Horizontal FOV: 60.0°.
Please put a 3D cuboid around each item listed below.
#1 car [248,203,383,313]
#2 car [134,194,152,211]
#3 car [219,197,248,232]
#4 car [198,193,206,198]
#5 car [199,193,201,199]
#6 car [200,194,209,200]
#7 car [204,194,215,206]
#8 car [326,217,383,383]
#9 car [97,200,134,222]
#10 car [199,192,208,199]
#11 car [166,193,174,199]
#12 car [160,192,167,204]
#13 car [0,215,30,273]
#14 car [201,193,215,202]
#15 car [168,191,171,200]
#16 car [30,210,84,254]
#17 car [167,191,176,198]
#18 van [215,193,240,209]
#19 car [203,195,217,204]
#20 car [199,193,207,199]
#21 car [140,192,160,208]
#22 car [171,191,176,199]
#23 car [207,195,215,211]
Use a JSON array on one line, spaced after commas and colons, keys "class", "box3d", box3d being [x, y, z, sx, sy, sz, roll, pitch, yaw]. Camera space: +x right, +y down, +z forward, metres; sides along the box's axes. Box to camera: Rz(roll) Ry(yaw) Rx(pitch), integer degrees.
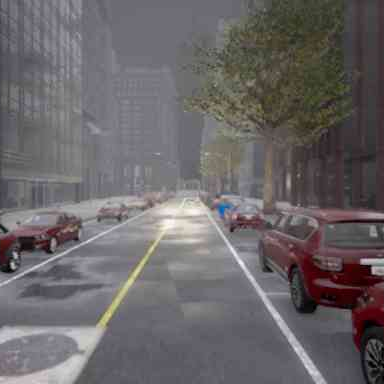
[{"class": "car", "box3d": [2.855, 1.256, 7.433, 2.192, 1.841, 5.009, 0, 0, 0]}, {"class": "car", "box3d": [-5.684, 1.259, 35.468, 1.752, 1.417, 4.829, 0, 0, 0]}, {"class": "car", "box3d": [2.850, 1.295, 18.713, 1.967, 1.590, 4.097, 0, 0, 0]}, {"class": "car", "box3d": [2.814, 1.005, 92.025, 1.947, 1.339, 4.313, 0, 0, 0]}, {"class": "car", "box3d": [2.828, 1.139, 63.828, 1.947, 1.339, 4.313, 0, 0, 0]}, {"class": "car", "box3d": [2.822, 1.096, 75.107, 1.802, 1.307, 4.206, 0, 0, 0]}, {"class": "car", "box3d": [2.838, 1.264, 41.270, 1.947, 1.339, 4.313, 0, 0, 0]}, {"class": "car", "box3d": [2.858, 1.299, 1.794, 2.192, 1.841, 5.009, 0, 0, 0]}, {"class": "car", "box3d": [-5.678, 1.396, 24.362, 1.802, 1.307, 4.206, 0, 0, 0]}, {"class": "car", "box3d": [2.819, 0.928, 80.747, 1.967, 1.590, 4.097, 0, 0, 0]}, {"class": "car", "box3d": [-5.708, 1.031, 86.386, 1.947, 1.339, 4.313, 0, 0, 0]}, {"class": "car", "box3d": [-5.692, 0.952, 52.553, 2.192, 1.841, 5.009, 0, 0, 0]}, {"class": "car", "box3d": [-5.670, 1.382, 7.444, 1.967, 1.590, 4.097, 0, 0, 0]}, {"class": "car", "box3d": [2.836, 0.981, 46.909, 2.192, 1.841, 5.009, 0, 0, 0]}, {"class": "car", "box3d": [-5.698, 0.890, 63.830, 2.192, 1.841, 5.009, 0, 0, 0]}, {"class": "car", "box3d": [-5.673, 1.444, 13.083, 1.887, 1.381, 4.507, 0, 0, 0]}, {"class": "car", "box3d": [-5.712, 0.756, 92.023, 2.192, 1.841, 5.009, 0, 0, 0]}, {"class": "van", "box3d": [2.848, 1.153, 24.351, 1.690, 1.788, 3.998, 0, 0, 0]}, {"class": "car", "box3d": [2.833, 1.180, 52.550, 1.887, 1.381, 4.507, 0, 0, 0]}, {"class": "car", "box3d": [2.817, 1.045, 86.386, 1.802, 1.307, 4.206, 0, 0, 0]}, {"class": "car", "box3d": [-5.687, 1.015, 41.274, 2.192, 1.841, 5.009, 0, 0, 0]}, {"class": "car", "box3d": [-5.706, 1.055, 80.748, 1.947, 1.339, 4.313, 0, 0, 0]}, {"class": "car", "box3d": [2.841, 1.313, 35.632, 1.802, 1.307, 4.206, 0, 0, 0]}]
